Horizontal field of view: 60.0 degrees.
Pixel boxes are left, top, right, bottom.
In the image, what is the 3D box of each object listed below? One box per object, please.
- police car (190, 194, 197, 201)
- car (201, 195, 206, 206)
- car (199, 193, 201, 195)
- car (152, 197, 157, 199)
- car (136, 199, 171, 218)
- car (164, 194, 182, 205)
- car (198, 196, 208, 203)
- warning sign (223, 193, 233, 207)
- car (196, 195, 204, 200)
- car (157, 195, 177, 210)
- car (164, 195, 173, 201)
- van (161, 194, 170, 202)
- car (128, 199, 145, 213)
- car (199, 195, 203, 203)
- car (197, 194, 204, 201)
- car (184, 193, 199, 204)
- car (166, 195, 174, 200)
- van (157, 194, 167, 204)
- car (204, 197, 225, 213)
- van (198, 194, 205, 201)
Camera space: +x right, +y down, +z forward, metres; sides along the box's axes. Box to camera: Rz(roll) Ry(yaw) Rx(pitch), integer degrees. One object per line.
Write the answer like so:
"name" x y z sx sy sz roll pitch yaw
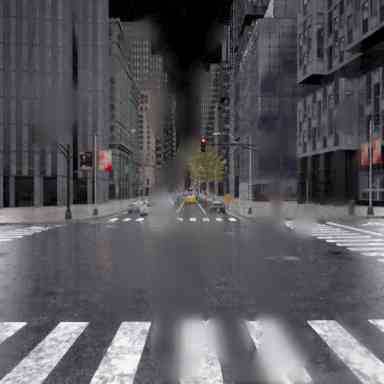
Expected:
"police car" 0.471 1.460 90.505 1.930 1.638 5.238 0 0 0
"car" 2.602 1.551 47.219 1.887 1.381 4.507 0 0 0
"car" 2.472 1.543 67.994 1.752 1.417 4.829 0 0 0
"car" -5.886 1.556 41.272 2.008 1.369 4.403 0 0 0
"car" -3.396 1.603 30.284 1.895 1.301 4.718 0 0 4
"car" -3.313 1.504 59.112 2.128 1.511 4.902 0 0 0
"car" 2.440 1.587 73.113 1.947 1.339 4.313 0 0 0
"warning sign" 4.921 1.121 45.420 1.300 1.860 1.060 0 0 0
"car" 2.308 1.589 94.268 2.008 1.369 4.403 0 0 0
"car" -3.238 1.531 43.191 1.812 1.442 4.674 0 0 0
"car" -6.180 1.584 88.323 2.008 1.369 4.403 0 0 0
"van" -6.113 1.365 77.497 1.690 1.788 3.998 0 0 0
"car" -5.855 1.555 36.280 2.008 1.369 4.403 0 0 0
"car" 2.568 1.560 52.663 2.008 1.369 4.403 0 0 0
"car" 2.506 1.565 62.535 2.008 1.369 4.403 0 0 0
"car" -0.166 1.493 64.359 1.882 1.535 5.008 0 0 -1
"car" -6.213 1.620 93.735 1.802 1.307 4.206 0 0 0
"van" -6.045 1.358 66.670 1.690 1.788 3.998 0 0 0
"car" 2.670 1.554 36.330 2.008 1.369 4.403 0 0 0
"van" 2.374 1.370 83.691 1.690 1.788 3.998 0 0 0
